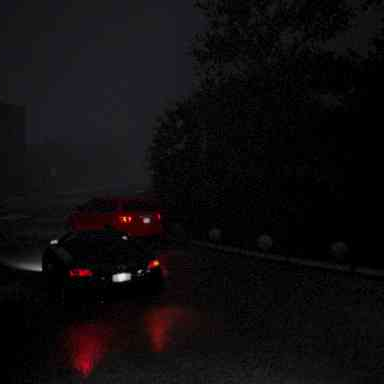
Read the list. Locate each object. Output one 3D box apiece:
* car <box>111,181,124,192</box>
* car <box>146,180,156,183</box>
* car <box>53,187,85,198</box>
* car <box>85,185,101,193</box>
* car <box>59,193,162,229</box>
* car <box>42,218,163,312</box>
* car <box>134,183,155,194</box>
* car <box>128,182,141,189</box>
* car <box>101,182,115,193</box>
[{"bbox_3d":[-15.993,-1.197,68.782,2.435,2.045,5.566,0,4,13],"label":"car"},{"bbox_3d":[-11.183,-2.321,90.359,2.231,1.521,4.892,0,4,13],"label":"car"},{"bbox_3d":[-19.662,0.101,52.378,1.946,1.575,5.366,0,4,13],"label":"car"},{"bbox_3d":[-18.453,-0.245,57.756,1.946,1.575,5.366,0,4,13],"label":"car"},{"bbox_3d":[-3.650,1.215,14.956,2.150,2.045,5.566,0,0,-44],"label":"car"},{"bbox_3d":[-2.300,1.561,7.939,1.994,1.385,4.181,0,0,-30],"label":"car"},{"bbox_3d":[-7.251,-0.104,53.711,1.837,1.490,4.892,0,4,12],"label":"car"},{"bbox_3d":[-13.594,-1.603,79.560,2.163,1.488,4.792,0,4,13],"label":"car"},{"bbox_3d":[-17.253,-0.588,63.138,1.946,1.575,5.366,0,4,13],"label":"car"}]
